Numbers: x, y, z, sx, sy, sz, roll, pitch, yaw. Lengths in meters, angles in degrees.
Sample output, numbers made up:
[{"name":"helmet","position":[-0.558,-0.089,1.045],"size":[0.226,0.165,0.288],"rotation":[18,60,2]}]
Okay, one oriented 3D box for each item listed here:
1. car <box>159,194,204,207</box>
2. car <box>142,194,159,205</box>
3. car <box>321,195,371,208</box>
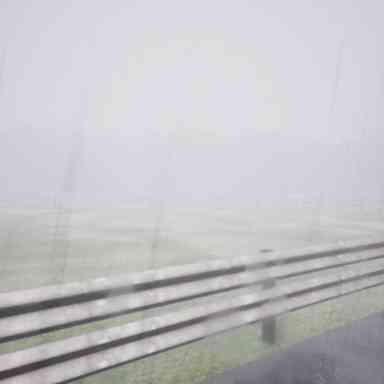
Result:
[{"name":"car","position":[-1.047,0.939,38.897],"size":[4.902,1.511,2.128],"rotation":[1,0,1]},{"name":"car","position":[-3.924,0.967,42.465],"size":[4.718,1.301,1.895],"rotation":[0,0,1]},{"name":"car","position":[19.011,1.195,41.927],"size":[5.357,1.411,2.033],"rotation":[1,0,1]}]
